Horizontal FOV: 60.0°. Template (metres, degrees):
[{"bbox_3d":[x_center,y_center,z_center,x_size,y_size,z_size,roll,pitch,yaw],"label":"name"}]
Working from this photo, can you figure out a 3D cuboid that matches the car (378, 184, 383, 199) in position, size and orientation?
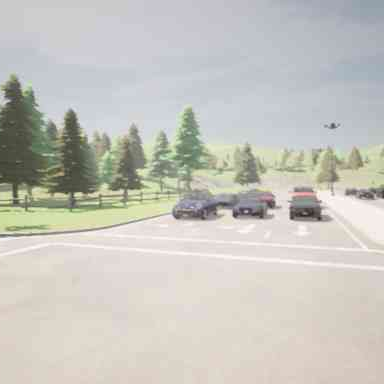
[{"bbox_3d":[28.331,-0.112,48.287,2.150,2.045,5.566,0,1,19],"label":"car"}]

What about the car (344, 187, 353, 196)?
[{"bbox_3d":[28.411,-0.102,59.553,2.128,1.511,4.902,0,1,20],"label":"car"}]

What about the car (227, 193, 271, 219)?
[{"bbox_3d":[4.000,1.000,22.764,1.994,1.385,4.181,0,1,18],"label":"car"}]

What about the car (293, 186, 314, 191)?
[{"bbox_3d":[10.435,0.415,31.234,2.150,2.045,5.566,0,1,18],"label":"car"}]

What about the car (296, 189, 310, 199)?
[{"bbox_3d":[17.043,0.231,51.178,2.033,1.411,5.357,0,1,18],"label":"car"}]

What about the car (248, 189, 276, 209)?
[{"bbox_3d":[6.777,0.697,31.296,1.882,1.535,5.008,0,1,18],"label":"car"}]

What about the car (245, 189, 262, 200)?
[{"bbox_3d":[9.278,0.273,50.007,1.837,1.490,4.892,0,1,18],"label":"car"}]

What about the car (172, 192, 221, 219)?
[{"bbox_3d":[0.280,0.819,22.645,2.097,1.767,4.553,0,1,18],"label":"car"}]

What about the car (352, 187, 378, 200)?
[{"bbox_3d":[23.941,0.274,46.216,1.812,1.442,4.674,0,1,18],"label":"car"}]

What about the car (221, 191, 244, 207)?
[{"bbox_3d":[3.207,0.785,31.642,2.033,1.411,5.357,0,1,18],"label":"car"}]

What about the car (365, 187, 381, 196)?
[{"bbox_3d":[31.729,-0.087,58.439,1.837,1.490,4.892,0,1,20],"label":"car"}]

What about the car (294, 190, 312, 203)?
[{"bbox_3d":[13.665,0.490,41.061,2.033,1.411,5.357,0,1,18],"label":"car"}]

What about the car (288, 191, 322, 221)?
[{"bbox_3d":[7.369,0.912,21.794,1.882,1.535,5.008,0,1,18],"label":"car"}]

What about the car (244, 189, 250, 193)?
[{"bbox_3d":[6.078,0.577,40.420,1.994,1.385,4.181,0,1,18],"label":"car"}]
